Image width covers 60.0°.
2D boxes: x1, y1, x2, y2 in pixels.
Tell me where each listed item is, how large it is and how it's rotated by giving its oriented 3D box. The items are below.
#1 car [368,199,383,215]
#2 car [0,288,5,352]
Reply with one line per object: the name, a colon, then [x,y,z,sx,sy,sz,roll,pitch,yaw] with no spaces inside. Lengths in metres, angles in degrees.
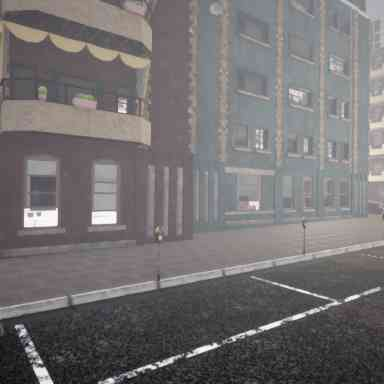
car: [16.142,1.241,32.640,2.192,1.841,5.009,1,0,-36]
car: [-4.195,1.566,3.097,4.313,1.339,1.947,0,1,-35]
